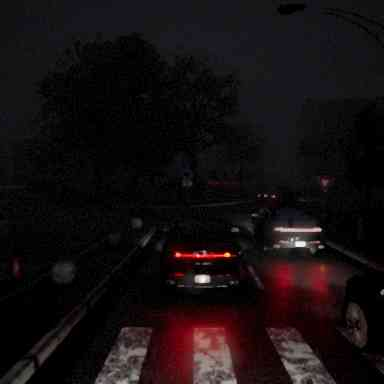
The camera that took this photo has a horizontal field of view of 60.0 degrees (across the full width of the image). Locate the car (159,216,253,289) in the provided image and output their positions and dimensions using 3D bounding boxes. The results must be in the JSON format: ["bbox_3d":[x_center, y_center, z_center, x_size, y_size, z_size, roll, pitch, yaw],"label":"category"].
[{"bbox_3d":[0.234,1.389,8.850,1.837,1.490,4.892,0,1,1],"label":"car"}]

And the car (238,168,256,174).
[{"bbox_3d":[15.108,-5.705,90.554,4.792,1.488,2.163,1,6,11],"label":"car"}]

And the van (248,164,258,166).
[{"bbox_3d":[14.083,-5.397,85.180,4.442,1.987,1.878,1,6,10],"label":"van"}]

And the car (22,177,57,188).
[{"bbox_3d":[-21.777,-1.450,47.515,5.008,1.535,1.882,1,6,15],"label":"car"}]

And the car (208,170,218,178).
[{"bbox_3d":[4.762,-4.149,75.727,1.837,1.490,4.892,1,6,9],"label":"car"}]

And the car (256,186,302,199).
[{"bbox_3d":[7.359,0.200,27.890,2.033,1.411,5.357,4,6,40],"label":"car"}]

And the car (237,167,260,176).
[{"bbox_3d":[13.255,-4.609,79.783,4.892,1.521,2.231,1,6,10],"label":"car"}]

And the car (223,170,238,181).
[{"bbox_3d":[7.167,-2.979,64.409,1.812,1.442,4.674,0,6,1],"label":"car"}]

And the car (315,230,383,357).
[{"bbox_3d":[3.168,1.460,3.138,2.128,1.511,4.902,0,0,0],"label":"car"}]

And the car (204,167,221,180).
[{"bbox_3d":[4.031,-3.384,65.401,2.150,2.045,5.566,0,6,1],"label":"car"}]

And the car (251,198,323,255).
[{"bbox_3d":[3.362,1.263,12.417,2.128,1.511,4.902,0,2,2],"label":"car"}]

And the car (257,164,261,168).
[{"bbox_3d":[14.688,-5.701,87.845,5.566,2.045,2.435,1,6,10],"label":"car"}]

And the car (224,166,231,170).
[{"bbox_3d":[9.452,-5.227,85.897,1.882,1.535,5.008,1,6,10],"label":"car"}]

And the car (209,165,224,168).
[{"bbox_3d":[6.281,-5.269,85.157,2.097,1.767,4.553,1,6,10],"label":"car"}]
